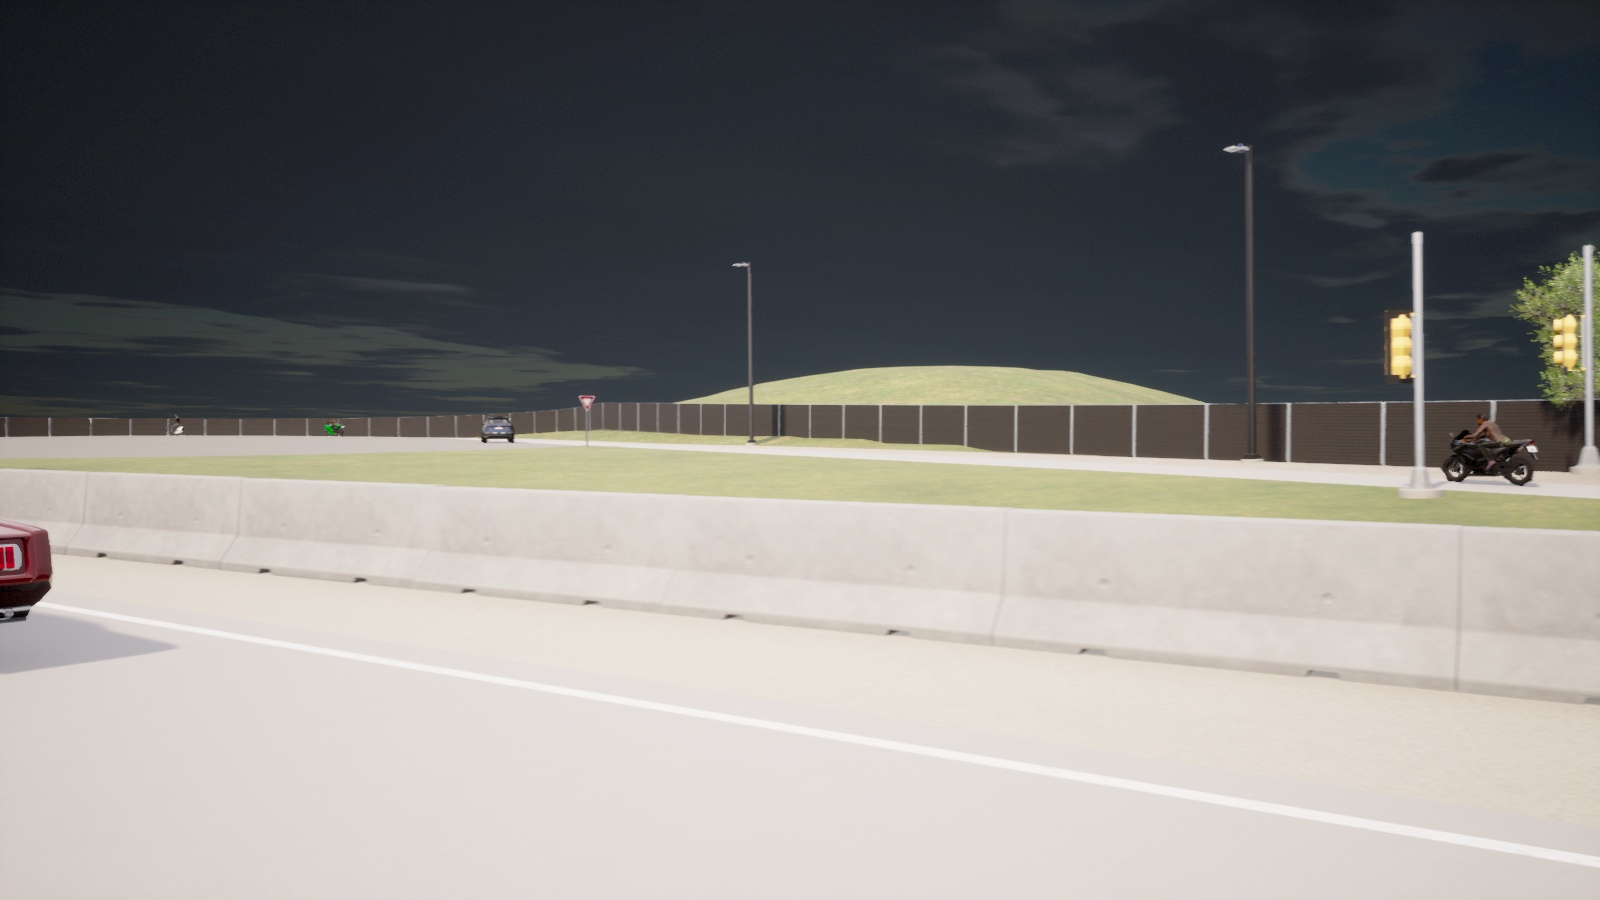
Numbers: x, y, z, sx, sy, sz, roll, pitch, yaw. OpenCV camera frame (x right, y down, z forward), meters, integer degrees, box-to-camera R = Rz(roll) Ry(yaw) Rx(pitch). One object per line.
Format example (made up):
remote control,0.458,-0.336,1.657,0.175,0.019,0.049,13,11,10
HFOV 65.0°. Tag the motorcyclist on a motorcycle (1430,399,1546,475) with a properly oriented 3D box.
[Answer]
motorcyclist on a motorcycle,14.531,-0.286,26.584,0.797,1.523,2.044,-2,2,-29

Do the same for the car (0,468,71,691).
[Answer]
car,-7.006,0.783,8.281,4.718,1.301,1.895,0,1,34

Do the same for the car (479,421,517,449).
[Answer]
car,-18.547,-0.946,76.958,2.033,1.649,4.856,-1,1,-16
